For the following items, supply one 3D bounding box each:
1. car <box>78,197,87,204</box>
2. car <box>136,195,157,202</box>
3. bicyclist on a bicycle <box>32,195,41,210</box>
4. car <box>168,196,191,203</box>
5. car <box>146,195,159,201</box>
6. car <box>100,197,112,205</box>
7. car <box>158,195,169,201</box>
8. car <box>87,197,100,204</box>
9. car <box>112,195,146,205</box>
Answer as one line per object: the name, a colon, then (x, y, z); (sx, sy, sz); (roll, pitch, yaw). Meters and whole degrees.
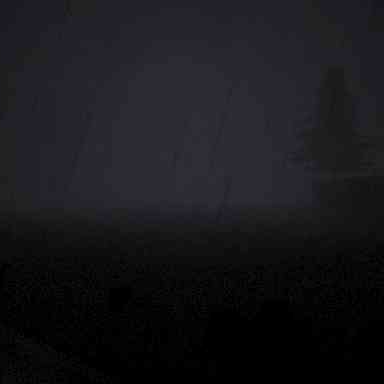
car: (-19.391, 1.572, 63.159); (1.994, 1.385, 4.181); (0, 0, 35)
car: (-10.333, 1.386, 76.139); (1.882, 1.535, 5.008); (0, 0, 35)
bicyclist on a bicycle: (-18.189, 1.155, 38.963); (1.656, 1.620, 0.582); (33, 17, 27)
car: (-2.179, 1.616, 69.476); (1.895, 1.301, 4.718); (0, 0, 35)
car: (-7.463, 1.386, 74.136); (1.882, 1.535, 5.008); (0, 0, 35)
car: (-13.651, 1.572, 59.153); (1.994, 1.385, 4.181); (0, 0, 35)
car: (-4.575, 1.503, 72.158); (1.895, 1.301, 4.718); (0, 0, 35)
car: (-16.521, 1.572, 61.156); (1.994, 1.385, 4.181); (0, 0, 35)
car: (-10.780, 1.484, 57.150); (1.882, 1.535, 5.008); (0, 0, 35)
